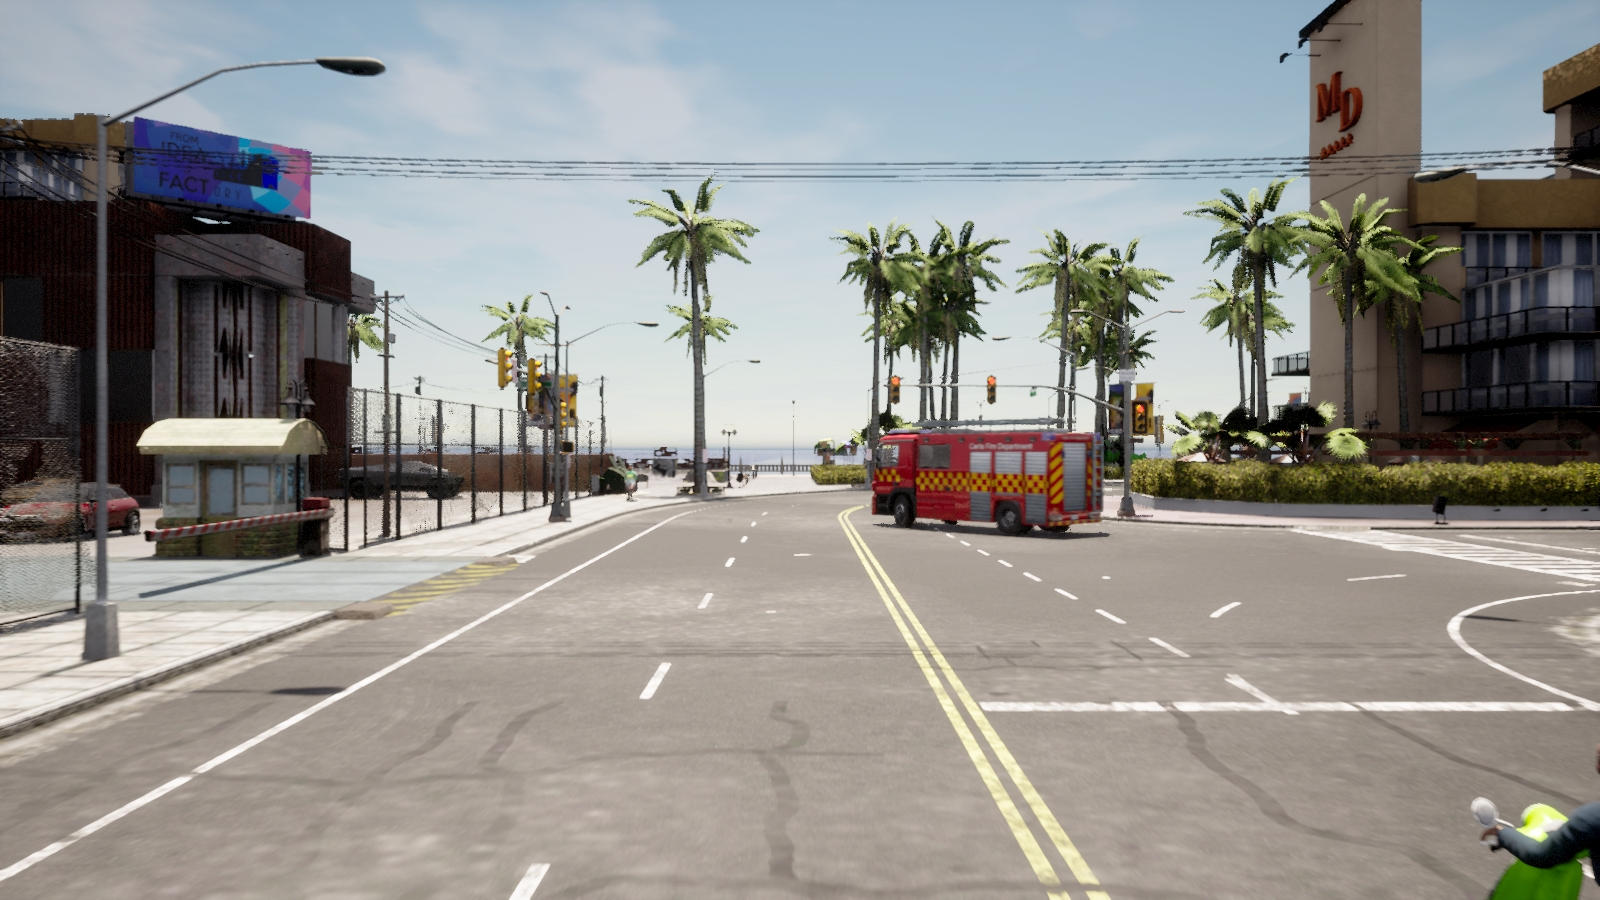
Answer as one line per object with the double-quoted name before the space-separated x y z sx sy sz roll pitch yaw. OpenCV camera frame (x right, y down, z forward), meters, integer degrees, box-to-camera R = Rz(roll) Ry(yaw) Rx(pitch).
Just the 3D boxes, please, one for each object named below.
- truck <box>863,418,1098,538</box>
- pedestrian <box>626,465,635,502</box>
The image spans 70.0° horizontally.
"truck" 6.190 0.890 40.678 2.891 3.827 8.468 0 0 -39
"pedestrian" -8.621 1.696 58.178 0.375 1.860 0.375 0 0 6
